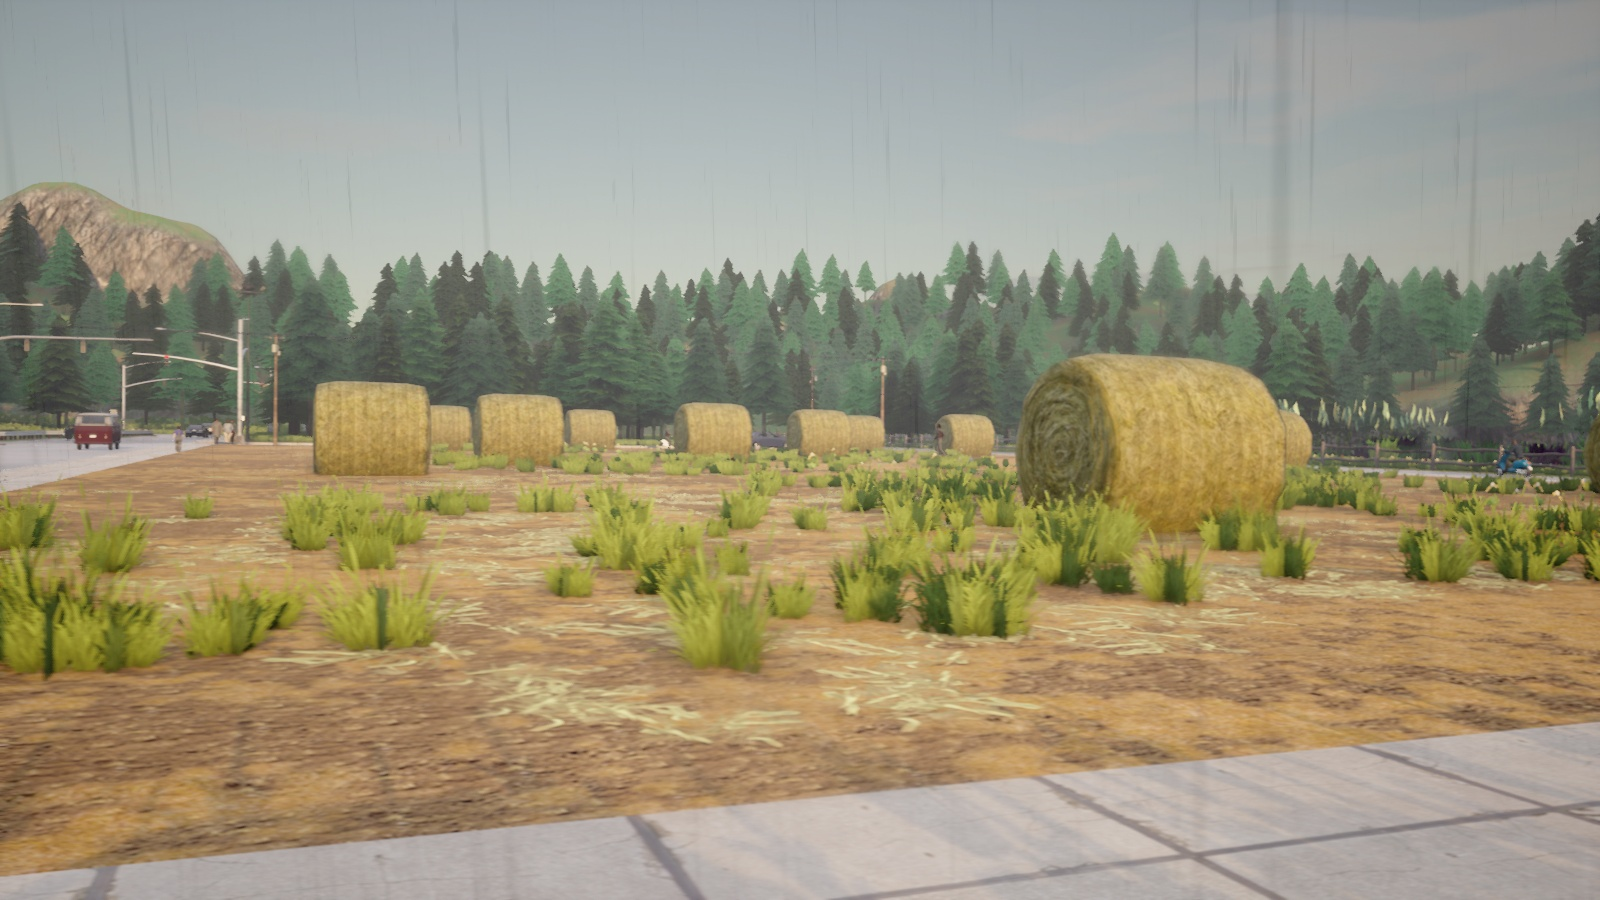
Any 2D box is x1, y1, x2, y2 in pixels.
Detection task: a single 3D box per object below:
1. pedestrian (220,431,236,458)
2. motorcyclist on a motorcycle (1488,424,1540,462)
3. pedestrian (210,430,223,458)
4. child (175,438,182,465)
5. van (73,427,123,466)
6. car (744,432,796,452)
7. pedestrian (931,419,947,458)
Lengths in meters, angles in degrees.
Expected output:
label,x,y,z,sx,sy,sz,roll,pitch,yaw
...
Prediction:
label,x,y,z,sx,sy,sz,roll,pitch,yaw
pedestrian,-39.352,-0.408,86.360,0.874,1.855,0.900,-1,1,-19
motorcyclist on a motorcycle,30.392,-0.299,53.500,0.866,1.590,1.817,-1,1,-18
pedestrian,-40.045,-0.415,86.196,0.659,1.952,0.873,-1,1,-18
child,-28.491,0.064,57.581,0.270,1.263,0.437,-1,1,-27
van,-37.597,-0.209,67.349,1.775,1.987,4.442,-1,1,-22
car,-2.360,-0.642,98.771,3.633,1.501,1.845,-1,1,-21
pedestrian,6.983,-0.573,63.026,0.666,1.930,0.402,0,1,22
